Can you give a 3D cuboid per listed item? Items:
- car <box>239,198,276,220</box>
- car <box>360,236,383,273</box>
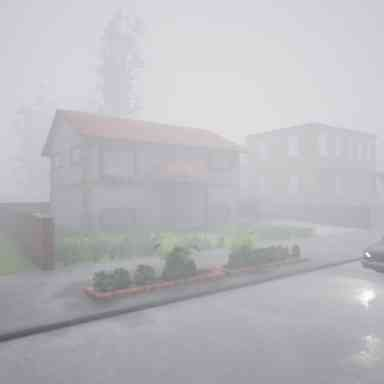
[{"bbox_3d":[4.120,1.151,23.737,1.845,1.501,3.633,0,0,-35],"label":"car"},{"bbox_3d":[7.099,1.559,9.673,5.357,1.411,2.033,0,0,-35],"label":"car"}]
